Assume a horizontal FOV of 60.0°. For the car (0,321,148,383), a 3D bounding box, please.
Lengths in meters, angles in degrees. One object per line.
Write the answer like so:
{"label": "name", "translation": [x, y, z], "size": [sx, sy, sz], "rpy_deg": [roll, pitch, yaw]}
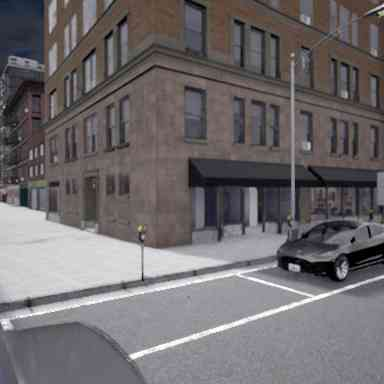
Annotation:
{"label": "car", "translation": [-2.683, 1.554, 1.336], "size": [5.357, 1.411, 2.033], "rpy_deg": [0, 0, -36]}

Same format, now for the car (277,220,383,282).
{"label": "car", "translation": [4.351, 1.526, 9.657], "size": [4.313, 1.339, 1.947], "rpy_deg": [0, 0, -36]}
